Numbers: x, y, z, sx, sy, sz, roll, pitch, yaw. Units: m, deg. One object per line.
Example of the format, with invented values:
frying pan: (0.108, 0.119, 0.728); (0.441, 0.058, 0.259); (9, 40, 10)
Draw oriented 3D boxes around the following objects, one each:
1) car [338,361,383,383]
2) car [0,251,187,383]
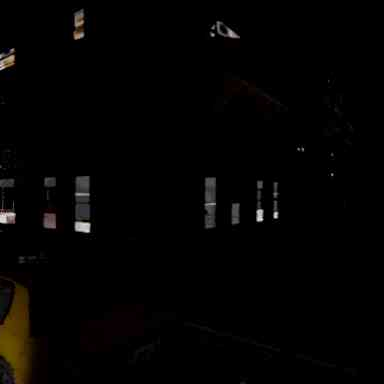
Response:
car: (2.430, 1.450, 1.145); (4.097, 1.590, 1.967); (0, 0, 35)
car: (-2.337, 1.495, 4.542); (4.829, 1.417, 1.752); (0, 0, 35)
